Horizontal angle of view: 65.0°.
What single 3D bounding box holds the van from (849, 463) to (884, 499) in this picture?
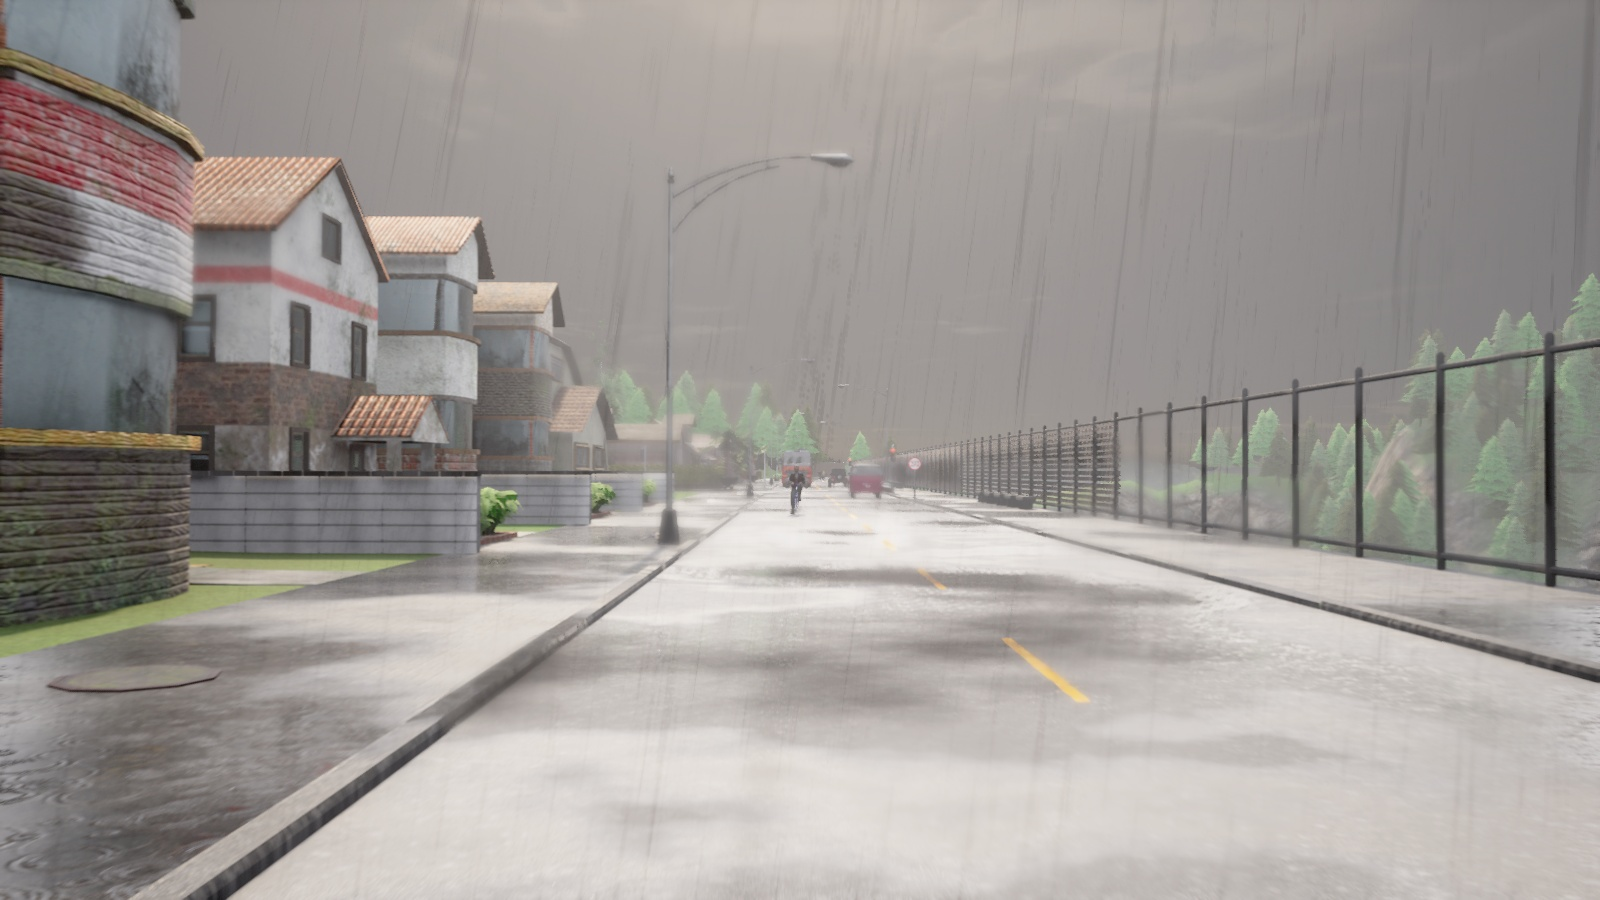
[{"bbox_3d":[3.821,1.769,72.693,1.775,1.987,4.442,0,-1,0],"label":"van"}]
